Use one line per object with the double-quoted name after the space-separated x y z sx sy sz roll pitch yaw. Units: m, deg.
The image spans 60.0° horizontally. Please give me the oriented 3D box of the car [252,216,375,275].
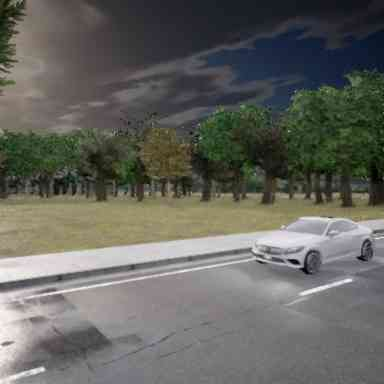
3.980 1.499 10.511 4.674 1.442 1.812 0 0 -35 "car"
